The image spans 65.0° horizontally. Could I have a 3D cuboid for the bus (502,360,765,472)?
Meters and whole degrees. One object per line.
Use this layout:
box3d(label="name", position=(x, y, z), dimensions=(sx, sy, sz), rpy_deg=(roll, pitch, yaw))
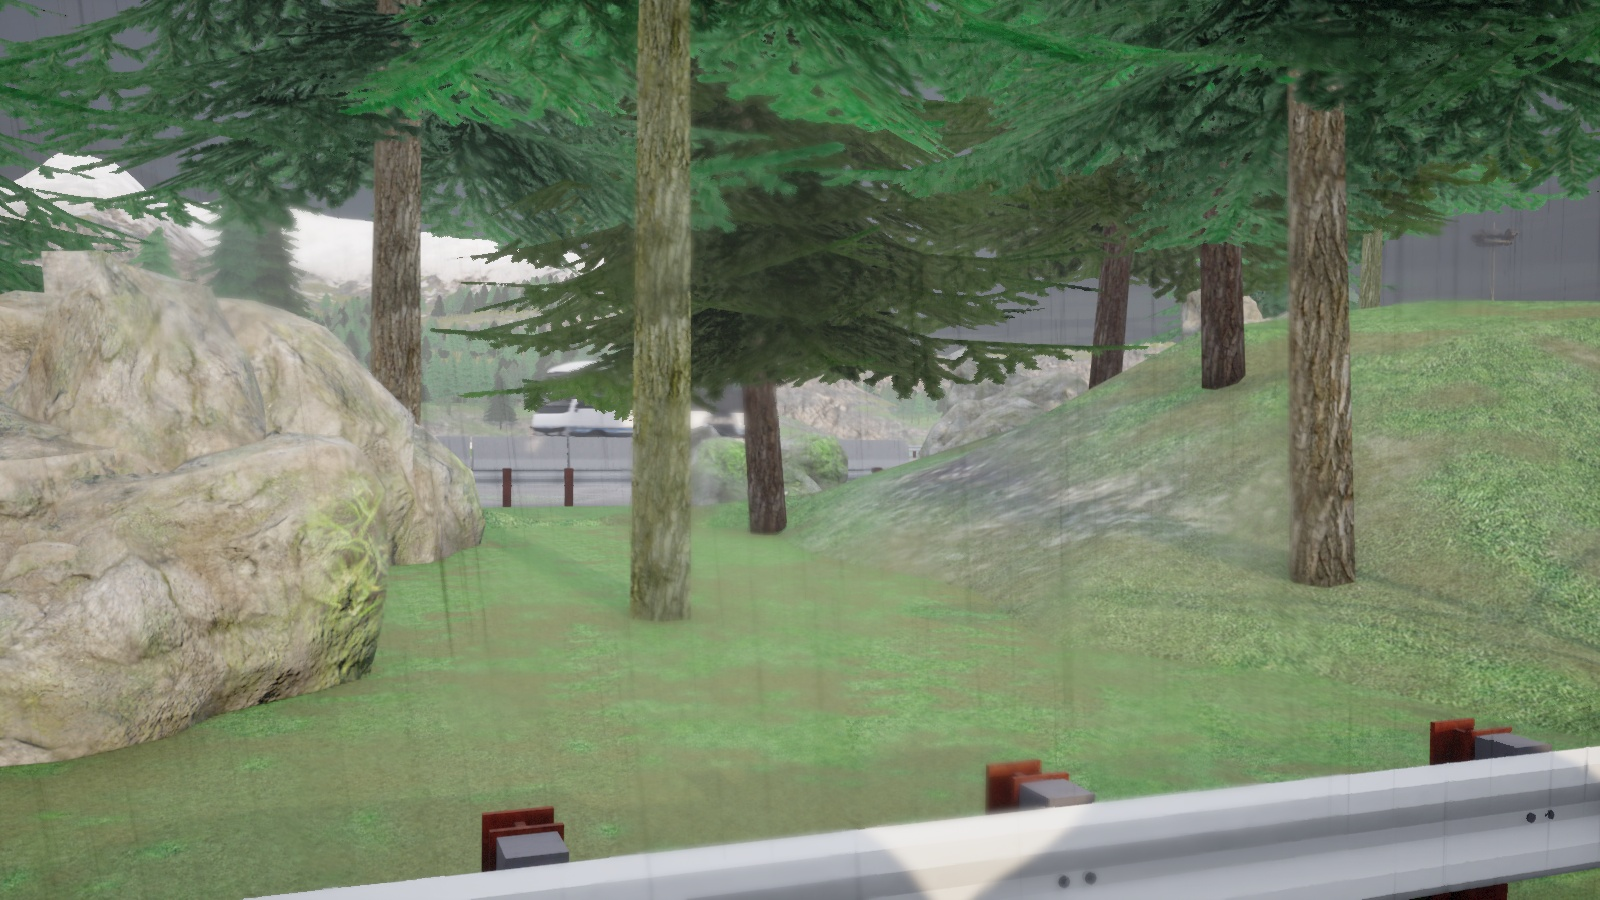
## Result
box3d(label="bus", position=(-6.779, -1.350, 52.455), dimensions=(10.273, 4.253, 3.944), rpy_deg=(-1, 1, -37))
